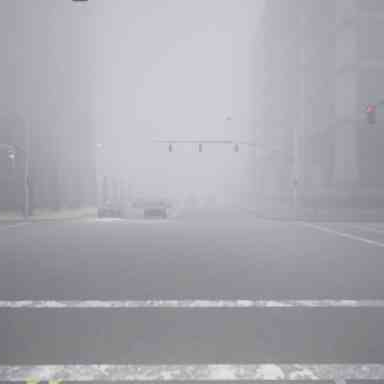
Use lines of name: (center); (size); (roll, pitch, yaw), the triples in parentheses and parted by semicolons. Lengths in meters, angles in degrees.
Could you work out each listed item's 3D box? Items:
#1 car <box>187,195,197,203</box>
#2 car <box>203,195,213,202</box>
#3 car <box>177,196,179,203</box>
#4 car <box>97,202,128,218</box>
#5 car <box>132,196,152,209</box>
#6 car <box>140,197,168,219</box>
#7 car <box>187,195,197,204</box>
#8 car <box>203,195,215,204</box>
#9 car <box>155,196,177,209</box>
car: (0.038, 1.506, 74.052); (2.128, 1.511, 4.902); (0, 0, 0)
car: (3.538, 1.505, 74.050); (1.812, 1.442, 4.674); (0, 0, 0)
car: (-3.473, 1.545, 66.658); (2.033, 1.411, 5.357); (0, 0, 0)
car: (-7.080, 1.563, 29.889); (1.994, 1.385, 4.181); (0, 0, 0)
car: (-7.064, 1.503, 45.921); (1.837, 1.490, 4.892); (0, 0, 0)
car: (-3.281, 1.477, 29.622); (1.882, 1.535, 5.008); (0, 0, -5)
car: (0.033, 1.489, 64.665); (2.128, 1.511, 4.902); (0, 0, 0)
car: (3.533, 1.489, 64.975); (2.128, 1.511, 4.902); (0, 0, 0)
car: (-3.568, 1.546, 45.244); (2.033, 1.411, 5.357); (0, 0, 0)
